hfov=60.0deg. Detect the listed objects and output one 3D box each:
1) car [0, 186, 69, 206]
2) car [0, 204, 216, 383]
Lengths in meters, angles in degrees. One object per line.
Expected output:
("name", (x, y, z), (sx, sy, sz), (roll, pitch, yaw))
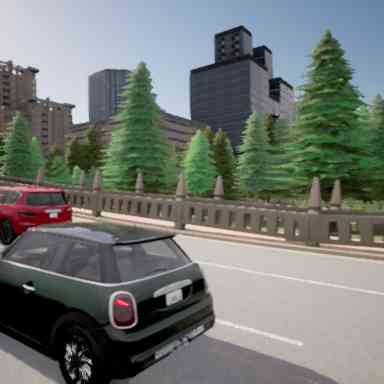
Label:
("car", (-7.105, 0.766, 13.363), (5.566, 2.045, 2.150), (4, 2, 35))
("car", (-1.945, 1.273, 5.370), (4.553, 1.767, 2.097), (2, 1, 36))
